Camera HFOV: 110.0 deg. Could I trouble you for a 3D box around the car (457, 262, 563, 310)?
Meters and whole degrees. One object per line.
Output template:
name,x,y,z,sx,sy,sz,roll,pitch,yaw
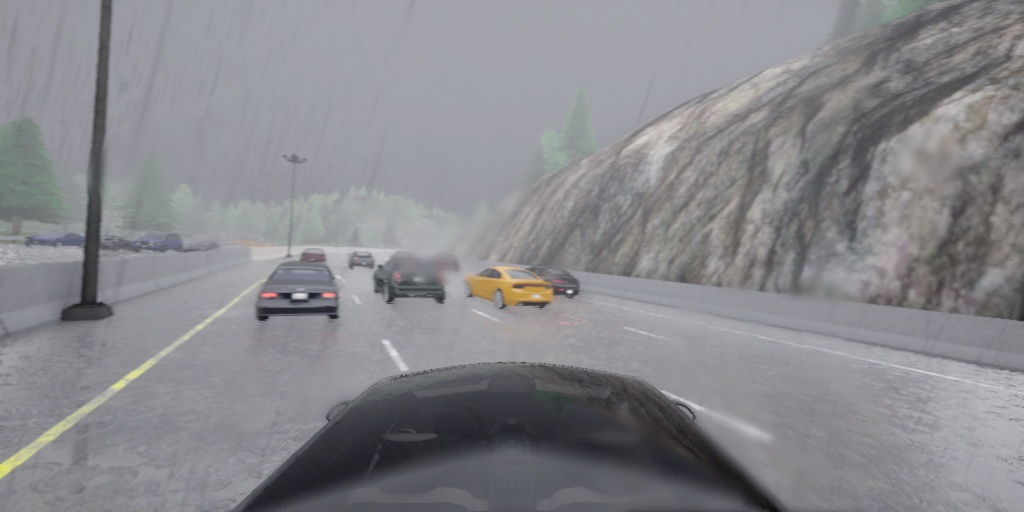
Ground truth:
car,-0.328,1.159,14.532,1.882,1.535,5.008,4,0,-29

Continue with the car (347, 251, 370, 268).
car,-12.607,0.330,30.002,2.128,1.511,4.902,4,0,-27

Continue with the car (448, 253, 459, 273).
car,-6.346,0.581,33.134,2.097,1.767,4.553,4,0,-27

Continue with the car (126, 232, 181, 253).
car,-34.542,-1.288,35.189,2.150,2.045,5.566,4,0,-23

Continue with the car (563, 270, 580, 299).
car,1.491,1.289,18.503,1.837,1.490,4.892,4,0,-29

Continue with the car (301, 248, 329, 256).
car,-16.393,0.074,29.731,1.882,1.535,5.008,4,0,-27

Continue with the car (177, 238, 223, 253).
car,-31.366,-0.786,36.604,2.033,1.411,5.357,4,0,-23

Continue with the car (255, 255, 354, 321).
car,-6.034,0.878,10.384,2.033,1.411,5.357,4,0,-29

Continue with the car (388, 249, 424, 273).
car,-9.405,0.390,31.444,2.097,1.767,4.553,4,0,-27

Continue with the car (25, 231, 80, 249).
car,-40.980,-1.510,32.444,1.882,1.535,5.008,4,0,-23

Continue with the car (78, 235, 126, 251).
car,-37.781,-1.183,33.831,1.994,1.385,4.181,4,0,-23

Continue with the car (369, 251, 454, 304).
car,-4.222,0.784,14.393,2.097,1.767,4.553,4,0,-29
